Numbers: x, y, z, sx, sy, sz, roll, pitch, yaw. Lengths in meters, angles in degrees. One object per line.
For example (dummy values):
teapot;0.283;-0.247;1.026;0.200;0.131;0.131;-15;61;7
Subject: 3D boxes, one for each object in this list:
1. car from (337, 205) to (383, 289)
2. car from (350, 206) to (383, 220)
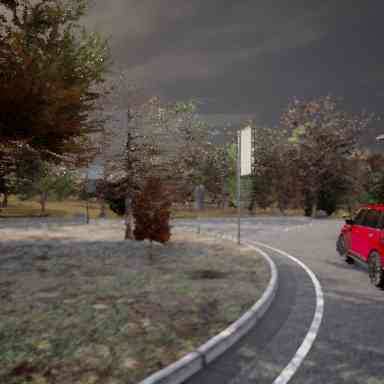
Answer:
car;5.888;1.378;9.540;2.150;2.045;5.566;1;0;12
car;20.549;2.452;38.441;5.008;1.535;1.882;4;-3;-35
